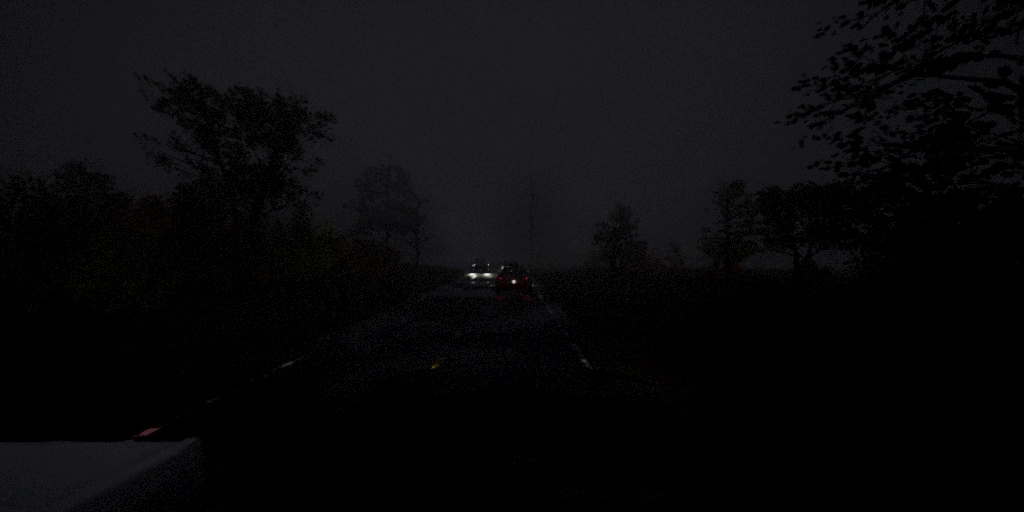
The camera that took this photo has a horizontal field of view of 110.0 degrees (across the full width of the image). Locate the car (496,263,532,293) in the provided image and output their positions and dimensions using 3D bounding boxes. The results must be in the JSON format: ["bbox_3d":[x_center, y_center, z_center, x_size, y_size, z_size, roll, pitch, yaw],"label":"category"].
[{"bbox_3d":[0.098,1.285,20.577,1.994,1.385,4.181,0,0,0],"label":"car"}]

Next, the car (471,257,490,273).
[{"bbox_3d":[-3.675,1.005,41.262,2.097,1.767,4.553,0,0,-8],"label":"car"}]

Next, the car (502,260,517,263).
[{"bbox_3d":[-0.274,1.180,37.302,1.837,1.490,4.892,0,0,-4],"label":"car"}]
